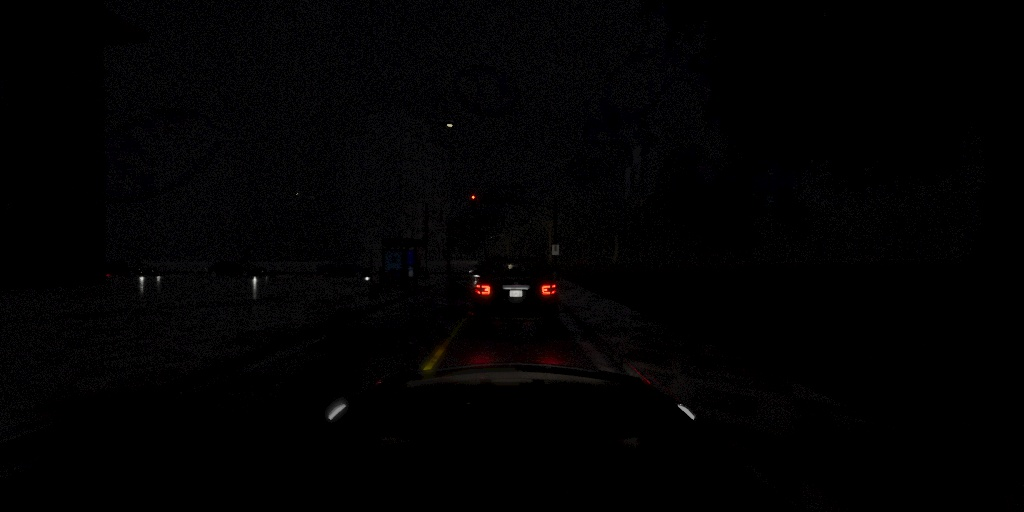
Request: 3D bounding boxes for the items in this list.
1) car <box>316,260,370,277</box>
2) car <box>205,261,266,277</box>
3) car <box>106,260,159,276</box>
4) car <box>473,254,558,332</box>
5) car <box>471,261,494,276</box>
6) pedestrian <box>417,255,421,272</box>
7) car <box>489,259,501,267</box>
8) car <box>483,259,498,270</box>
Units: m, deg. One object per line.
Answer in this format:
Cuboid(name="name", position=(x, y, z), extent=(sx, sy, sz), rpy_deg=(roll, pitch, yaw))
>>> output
Cuboid(name="car", position=(-15.157, 1.176, 32.728), extent=(5.008, 1.535, 1.882), rpy_deg=(0, 0, 0))
Cuboid(name="car", position=(-25.343, 1.175, 32.986), extent=(4.892, 1.490, 1.837), rpy_deg=(0, 1, 1))
Cuboid(name="car", position=(-35.715, 1.145, 33.263), extent=(4.892, 1.490, 1.837), rpy_deg=(0, 1, 2))
Cuboid(name="car", position=(0.099, 0.968, 11.039), extent=(2.150, 2.045, 5.566), rpy_deg=(0, 0, 0))
Cuboid(name="car", position=(-3.074, 1.264, 38.731), extent=(2.033, 1.411, 5.357), rpy_deg=(0, 0, 0))
Cuboid(name="pedestrian", position=(-10.071, 0.800, 38.828), extent=(0.375, 1.860, 0.375), rpy_deg=(0, 0, 1))
Cuboid(name="car", position=(-3.046, 1.238, 64.633), extent=(1.994, 1.385, 4.181), rpy_deg=(0, 0, 0))
Cuboid(name="car", position=(-3.075, 1.220, 52.236), extent=(1.812, 1.442, 4.674), rpy_deg=(0, 0, 0))
